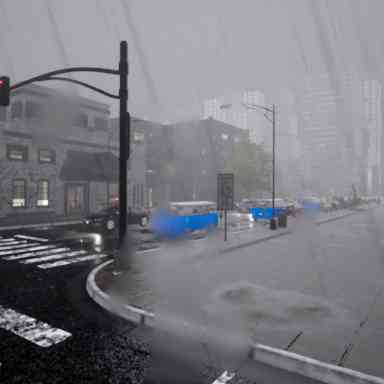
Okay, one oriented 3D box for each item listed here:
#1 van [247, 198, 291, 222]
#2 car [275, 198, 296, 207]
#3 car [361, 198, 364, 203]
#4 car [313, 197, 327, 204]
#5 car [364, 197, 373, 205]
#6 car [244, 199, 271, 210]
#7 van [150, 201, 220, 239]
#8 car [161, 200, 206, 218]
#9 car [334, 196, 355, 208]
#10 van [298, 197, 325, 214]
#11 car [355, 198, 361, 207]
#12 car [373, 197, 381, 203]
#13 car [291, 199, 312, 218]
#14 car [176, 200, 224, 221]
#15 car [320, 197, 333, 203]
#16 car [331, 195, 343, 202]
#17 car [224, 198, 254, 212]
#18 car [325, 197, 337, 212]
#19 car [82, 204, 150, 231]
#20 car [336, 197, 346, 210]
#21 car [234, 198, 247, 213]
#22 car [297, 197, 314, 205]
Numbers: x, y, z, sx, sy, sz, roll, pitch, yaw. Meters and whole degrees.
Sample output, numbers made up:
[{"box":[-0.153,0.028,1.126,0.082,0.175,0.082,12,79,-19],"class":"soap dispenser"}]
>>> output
[{"box":[6.246,1.435,26.674,1.690,1.788,3.998,0,0,35],"class":"van"},{"box":[15.237,1.663,54.108,1.887,1.381,4.507,0,0,35],"class":"car"},{"box":[28.525,1.747,58.467,1.752,1.417,4.829,0,0,35],"class":"car"},{"box":[27.814,1.726,72.056,1.752,1.417,4.829,0,0,35],"class":"car"},{"box":[34.764,1.808,67.372,1.887,1.381,4.507,0,0,35],"class":"car"},{"box":[8.899,1.627,45.064,1.887,1.381,4.507,0,0,35],"class":"car"},{"box":[-0.091,1.406,17.630,1.690,1.788,3.998,0,0,35],"class":"van"},{"box":[-0.705,1.556,31.358,1.752,1.417,4.829,0,0,35],"class":"car"},{"box":[22.091,1.496,49.285,2.192,1.841,5.009,0,0,35],"class":"car"},{"box":[12.584,1.468,35.718,1.690,1.788,3.998,0,0,35],"class":"van"},{"box":[25.260,1.515,53.807,2.192,1.841,5.009,0,0,35],"class":"car"},{"box":[44.271,1.898,80.938,1.947,1.339,4.313,0,0,35],"class":"car"},{"box":[9.414,1.654,31.195,1.887,1.381,4.507,0,0,35],"class":"car"},{"box":[0.809,1.551,29.000,1.837,1.490,4.892,1,0,35],"class":"car"},{"box":[31.080,1.790,76.718,1.947,1.339,4.313,0,0,35],"class":"car"},{"box":[37.418,1.710,85.761,1.967,1.590,4.097,0,0,35],"class":"car"},{"box":[5.731,1.505,40.543,1.967,1.590,4.097,0,0,35],"class":"car"},{"box":[15.850,1.670,40.379,1.752,1.417,4.829,0,0,35],"class":"car"},{"box":[-4.654,1.527,21.207,1.837,1.490,4.892,1,0,35],"class":"car"},{"box":[18.920,1.728,44.761,1.947,1.339,4.313,0,0,35],"class":"car"},{"box":[6.904,1.604,37.671,1.812,1.442,4.674,1,0,35],"class":"car"},{"box":[21.574,1.703,63.151,1.887,1.381,4.507,0,0,35],"class":"car"}]
